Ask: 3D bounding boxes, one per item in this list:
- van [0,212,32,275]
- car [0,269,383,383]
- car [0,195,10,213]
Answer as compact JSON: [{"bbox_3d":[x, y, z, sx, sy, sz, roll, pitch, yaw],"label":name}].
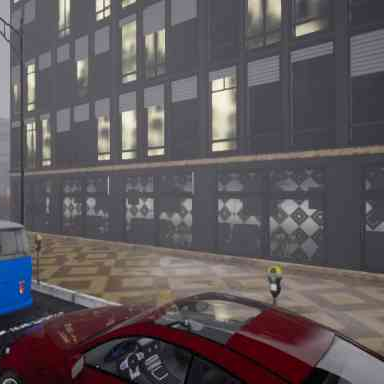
[{"bbox_3d":[-4.633,1.342,6.138,3.998,1.788,1.690,0,0,35],"label":"van"},{"bbox_3d":[0.000,1.582,2.836,4.206,1.307,1.802,0,0,35],"label":"car"},{"bbox_3d":[-14.535,1.357,28.246,2.192,1.841,5.009,-1,-1,35],"label":"car"}]
